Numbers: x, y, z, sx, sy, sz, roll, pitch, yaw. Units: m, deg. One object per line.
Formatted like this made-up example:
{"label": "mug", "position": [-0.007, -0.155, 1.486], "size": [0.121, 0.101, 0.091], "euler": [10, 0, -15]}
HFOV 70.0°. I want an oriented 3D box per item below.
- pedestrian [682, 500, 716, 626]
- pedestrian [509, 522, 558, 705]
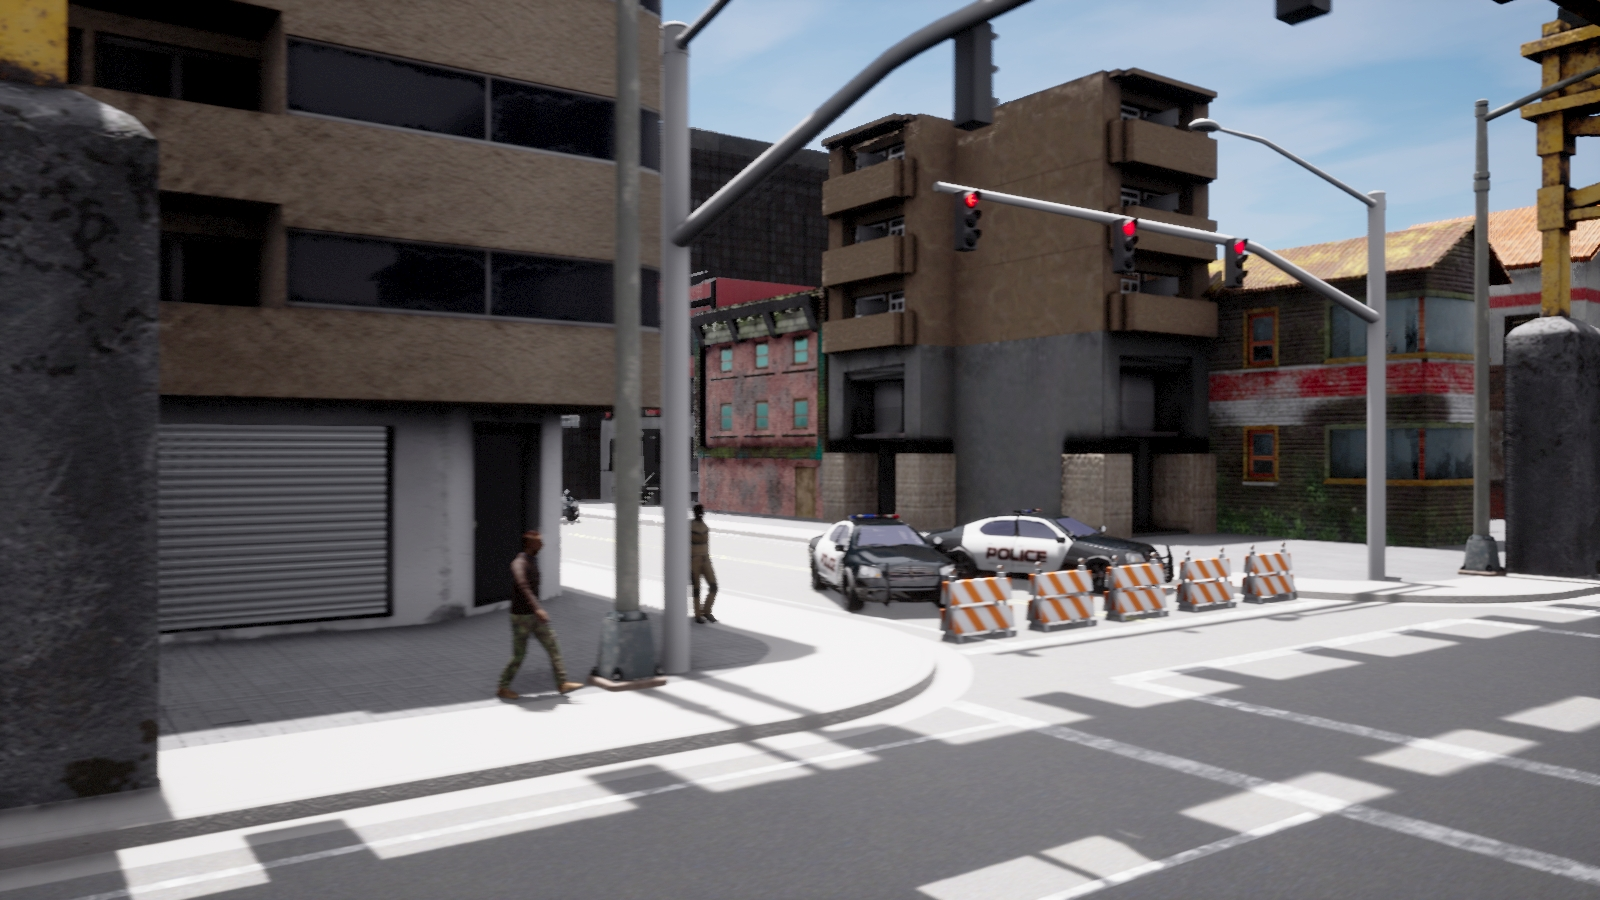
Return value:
{"label": "pedestrian", "position": [-1.542, 1.700, 17.369], "size": [0.375, 1.860, 0.375], "euler": [0, 0, -35]}
{"label": "pedestrian", "position": [-2.800, 1.701, 12.011], "size": [0.375, 1.860, 0.375], "euler": [0, 0, 15]}
